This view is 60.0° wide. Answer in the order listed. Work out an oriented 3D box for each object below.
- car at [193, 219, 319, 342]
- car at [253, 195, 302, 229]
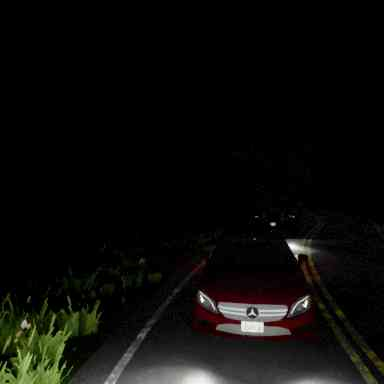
[{"bbox_3d":[1.227,1.534,6.714,1.812,1.442,4.674,-1,0,11],"label":"car"},{"bbox_3d":[4.996,1.215,18.893,2.150,2.045,5.566,-2,-1,22],"label":"car"}]
